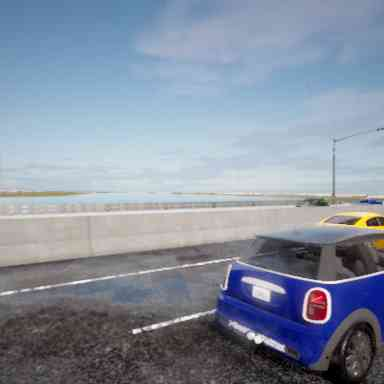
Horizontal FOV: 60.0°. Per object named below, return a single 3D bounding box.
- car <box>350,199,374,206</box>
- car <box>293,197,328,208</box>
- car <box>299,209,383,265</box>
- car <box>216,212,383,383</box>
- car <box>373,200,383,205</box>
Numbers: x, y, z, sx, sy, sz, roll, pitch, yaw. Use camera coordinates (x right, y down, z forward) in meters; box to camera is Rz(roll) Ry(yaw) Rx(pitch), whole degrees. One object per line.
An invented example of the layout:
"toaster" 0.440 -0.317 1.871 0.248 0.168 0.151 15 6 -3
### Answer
"car" 20.863 1.574 39.886 5.008 1.535 1.882 0 0 -34
"car" 14.140 1.434 39.503 4.553 1.767 2.097 0 0 -35
"car" 6.426 1.508 12.555 5.008 1.535 1.882 0 0 -35
"car" 2.648 1.365 5.610 4.553 1.767 2.097 0 0 -35
"car" 22.439 1.621 36.727 4.674 1.442 1.812 0 0 -34
